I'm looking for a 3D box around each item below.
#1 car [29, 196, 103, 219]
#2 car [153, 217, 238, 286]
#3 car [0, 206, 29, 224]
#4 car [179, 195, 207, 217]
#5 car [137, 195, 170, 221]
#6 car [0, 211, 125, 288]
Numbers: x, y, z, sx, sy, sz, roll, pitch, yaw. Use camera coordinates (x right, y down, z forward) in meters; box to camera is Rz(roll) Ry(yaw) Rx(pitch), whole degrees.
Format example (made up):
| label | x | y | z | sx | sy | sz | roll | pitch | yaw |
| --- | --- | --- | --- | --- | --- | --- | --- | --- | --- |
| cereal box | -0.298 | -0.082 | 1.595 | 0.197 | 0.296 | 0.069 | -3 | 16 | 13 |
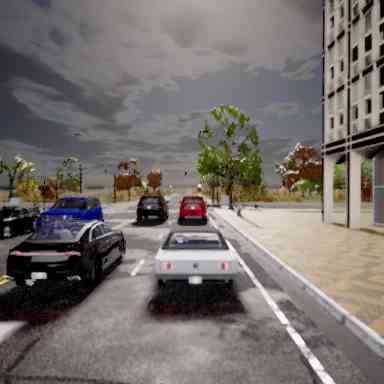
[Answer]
| label | x | y | z | sx | sy | sz | roll | pitch | yaw |
| --- | --- | --- | --- | --- | --- | --- | --- | --- | --- |
| car | -6.599 | 1.273 | 18.736 | 2.150 | 2.045 | 5.566 | 0 | 0 | 0 |
| car | 0.087 | 1.629 | 9.421 | 1.895 | 1.301 | 4.718 | 0 | 0 | 0 |
| car | -9.848 | 1.554 | 17.608 | 1.837 | 1.490 | 4.892 | 0 | 0 | 0 |
| car | 0.092 | 1.295 | 27.905 | 2.150 | 2.045 | 5.566 | 0 | 0 | 0 |
| car | -3.174 | 1.293 | 27.866 | 2.150 | 2.045 | 5.566 | 0 | 0 | 2 |
| car | -3.165 | 1.521 | 9.333 | 2.128 | 1.511 | 4.902 | 0 | 0 | 0 |
